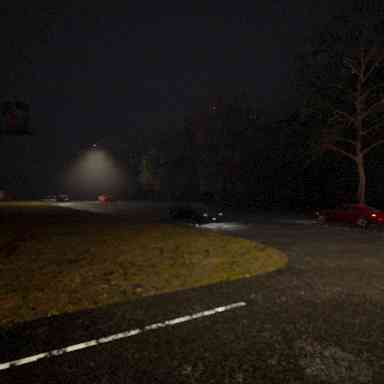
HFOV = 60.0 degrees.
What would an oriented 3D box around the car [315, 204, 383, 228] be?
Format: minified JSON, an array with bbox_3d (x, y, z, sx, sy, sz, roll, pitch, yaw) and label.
[{"bbox_3d":[10.594,1.542,22.336,1.812,1.442,4.674,0,0,-35],"label":"car"}]

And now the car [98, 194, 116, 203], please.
[{"bbox_3d":[-15.714,1.070,61.124,2.097,1.767,4.553,0,0,-34],"label":"car"}]

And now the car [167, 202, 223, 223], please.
[{"bbox_3d":[0.082,1.478,25.311,2.033,1.411,5.357,0,0,-34],"label":"car"}]

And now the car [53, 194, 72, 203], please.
[{"bbox_3d":[-22.978,1.190,59.681,2.128,1.511,4.902,0,0,-32],"label":"car"}]

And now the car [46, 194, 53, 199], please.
[{"bbox_3d":[-34.419,1.117,80.996,1.895,1.301,4.718,0,0,-27],"label":"car"}]
